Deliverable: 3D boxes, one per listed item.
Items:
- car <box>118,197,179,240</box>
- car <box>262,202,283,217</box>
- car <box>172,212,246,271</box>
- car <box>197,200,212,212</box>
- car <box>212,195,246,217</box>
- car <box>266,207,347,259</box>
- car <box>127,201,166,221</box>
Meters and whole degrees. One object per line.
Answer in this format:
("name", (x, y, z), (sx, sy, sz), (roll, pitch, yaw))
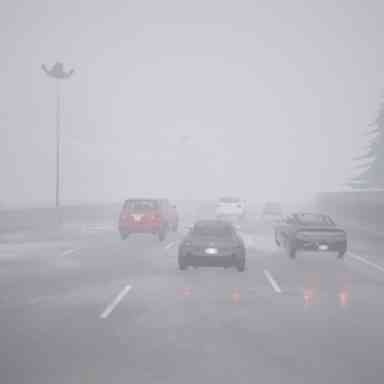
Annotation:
("car", (-2.115, 1.264, 17.468), (2.150, 2.045, 5.566), (0, 0, 7))
("car", (7.772, 1.657, 32.063), (2.033, 1.411, 5.357), (0, 0, 15))
("car", (0.700, 1.596, 11.130), (1.994, 1.385, 4.181), (0, 0, 5))
("car", (1.968, 1.651, 37.270), (2.033, 1.411, 5.357), (0, 0, 16))
("car", (3.501, 1.309, 29.191), (2.150, 2.045, 5.566), (0, 0, 13))
("car", (4.370, 1.540, 12.862), (2.128, 1.511, 4.902), (0, 0, 6))
("car", (-3.771, 1.567, 28.546), (1.837, 1.490, 4.892), (0, 0, 12))
